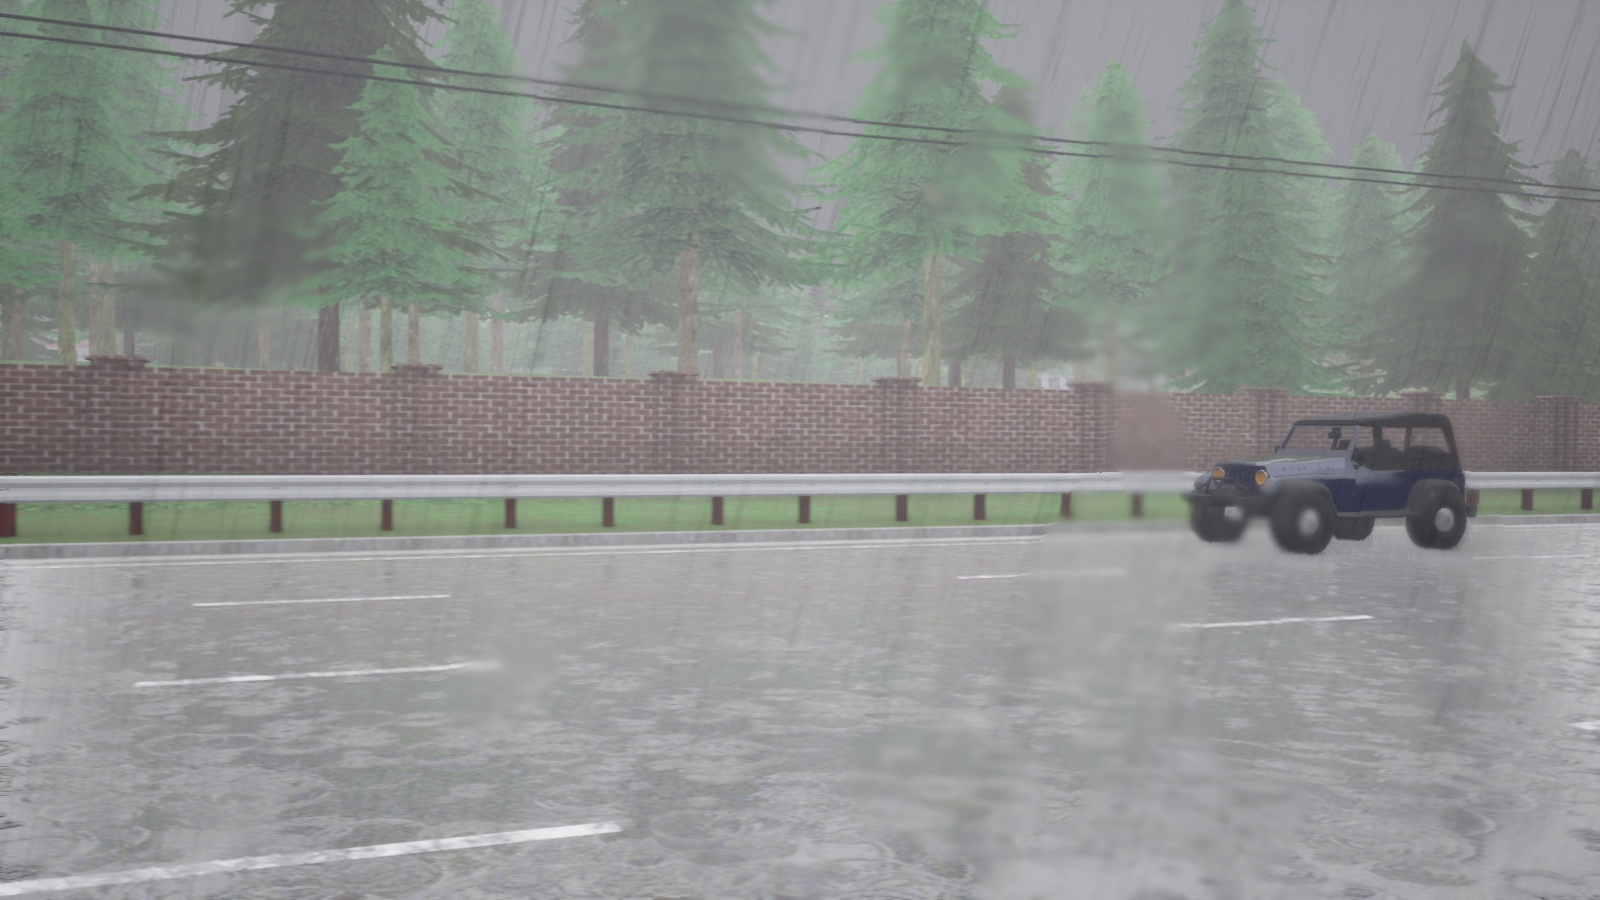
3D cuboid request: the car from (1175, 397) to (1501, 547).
[{"bbox_3d":[7.373,0.233,17.267,3.866,1.878,1.905,-1,1,-21],"label":"car"}]
